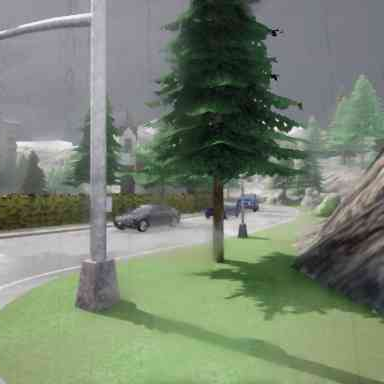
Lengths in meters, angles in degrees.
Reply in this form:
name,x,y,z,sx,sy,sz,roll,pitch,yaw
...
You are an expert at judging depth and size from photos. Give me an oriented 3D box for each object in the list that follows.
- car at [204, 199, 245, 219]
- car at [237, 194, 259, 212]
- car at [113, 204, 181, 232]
name,x,y,z,sx,sy,sz,roll,pitch,yaw
car,2.750,1.596,29.104,1.895,1.301,4.718,0,0,26
car,6.550,1.216,38.782,2.150,2.045,5.566,0,0,16
car,-2.627,1.500,20.316,1.837,1.490,4.892,0,0,35
